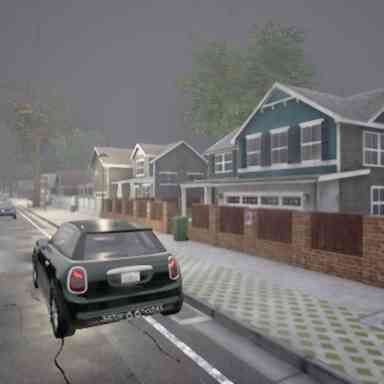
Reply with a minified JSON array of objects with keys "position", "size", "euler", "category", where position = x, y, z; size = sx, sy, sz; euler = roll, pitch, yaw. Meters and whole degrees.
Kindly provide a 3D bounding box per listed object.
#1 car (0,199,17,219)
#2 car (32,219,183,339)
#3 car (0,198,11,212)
[{"position":[-16.086,1.533,28.403],"size":[2.033,1.411,5.357],"euler":[0,0,-30],"category":"car"},{"position":[-2.039,1.345,6.999],"size":[2.097,1.767,4.553],"euler":[0,0,-31],"category":"car"},{"position":[-22.705,1.530,39.520],"size":[2.033,1.411,5.357],"euler":[0,0,-30],"category":"car"}]
